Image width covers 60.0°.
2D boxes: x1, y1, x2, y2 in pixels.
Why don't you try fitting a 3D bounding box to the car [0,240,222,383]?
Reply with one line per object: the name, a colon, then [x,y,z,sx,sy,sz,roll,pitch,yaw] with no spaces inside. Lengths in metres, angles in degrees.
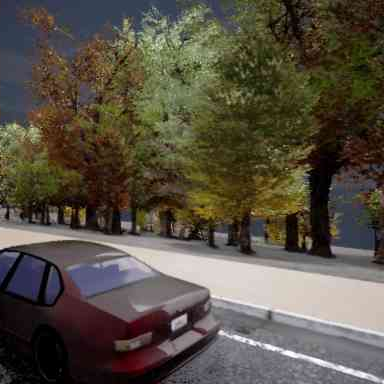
car: [-2.185,1.501,5.248,5.357,1.411,2.033,1,0,36]
